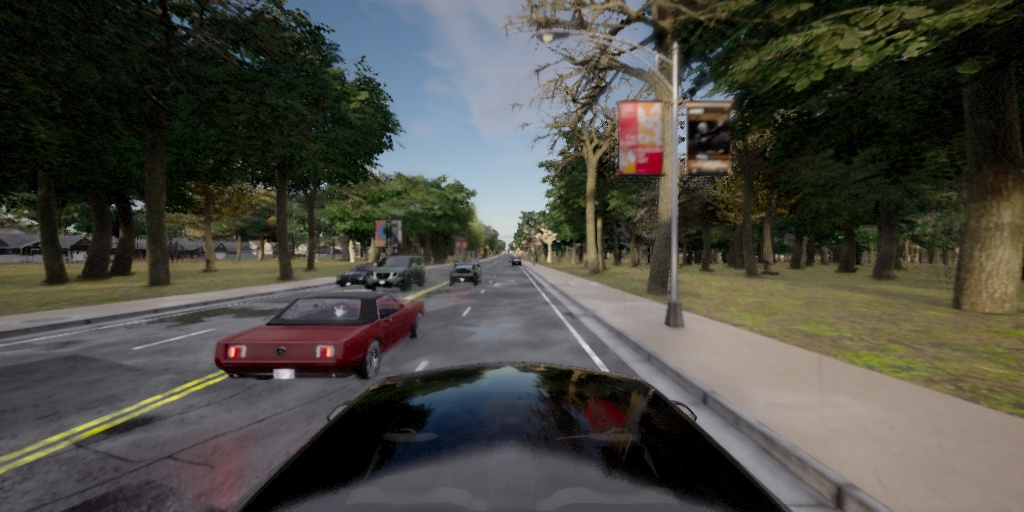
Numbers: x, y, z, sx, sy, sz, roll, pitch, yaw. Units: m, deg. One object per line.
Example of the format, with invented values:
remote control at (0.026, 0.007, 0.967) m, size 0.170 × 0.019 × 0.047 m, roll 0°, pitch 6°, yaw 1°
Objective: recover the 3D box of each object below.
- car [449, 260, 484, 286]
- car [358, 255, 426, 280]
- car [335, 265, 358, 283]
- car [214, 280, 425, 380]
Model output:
car at (-3.147, 1.254, 25.029) m, size 1.837 × 1.490 × 4.892 m, roll 0°, pitch 0°, yaw 0°
car at (-6.596, 0.969, 20.971) m, size 2.150 × 2.045 × 5.566 m, roll 0°, pitch 0°, yaw 0°
car at (-9.847, 1.296, 24.232) m, size 2.033 × 1.411 × 5.357 m, roll 0°, pitch 0°, yaw 0°
car at (-3.149, 1.349, 7.186) m, size 1.895 × 1.301 × 4.718 m, roll 0°, pitch 0°, yaw 0°
